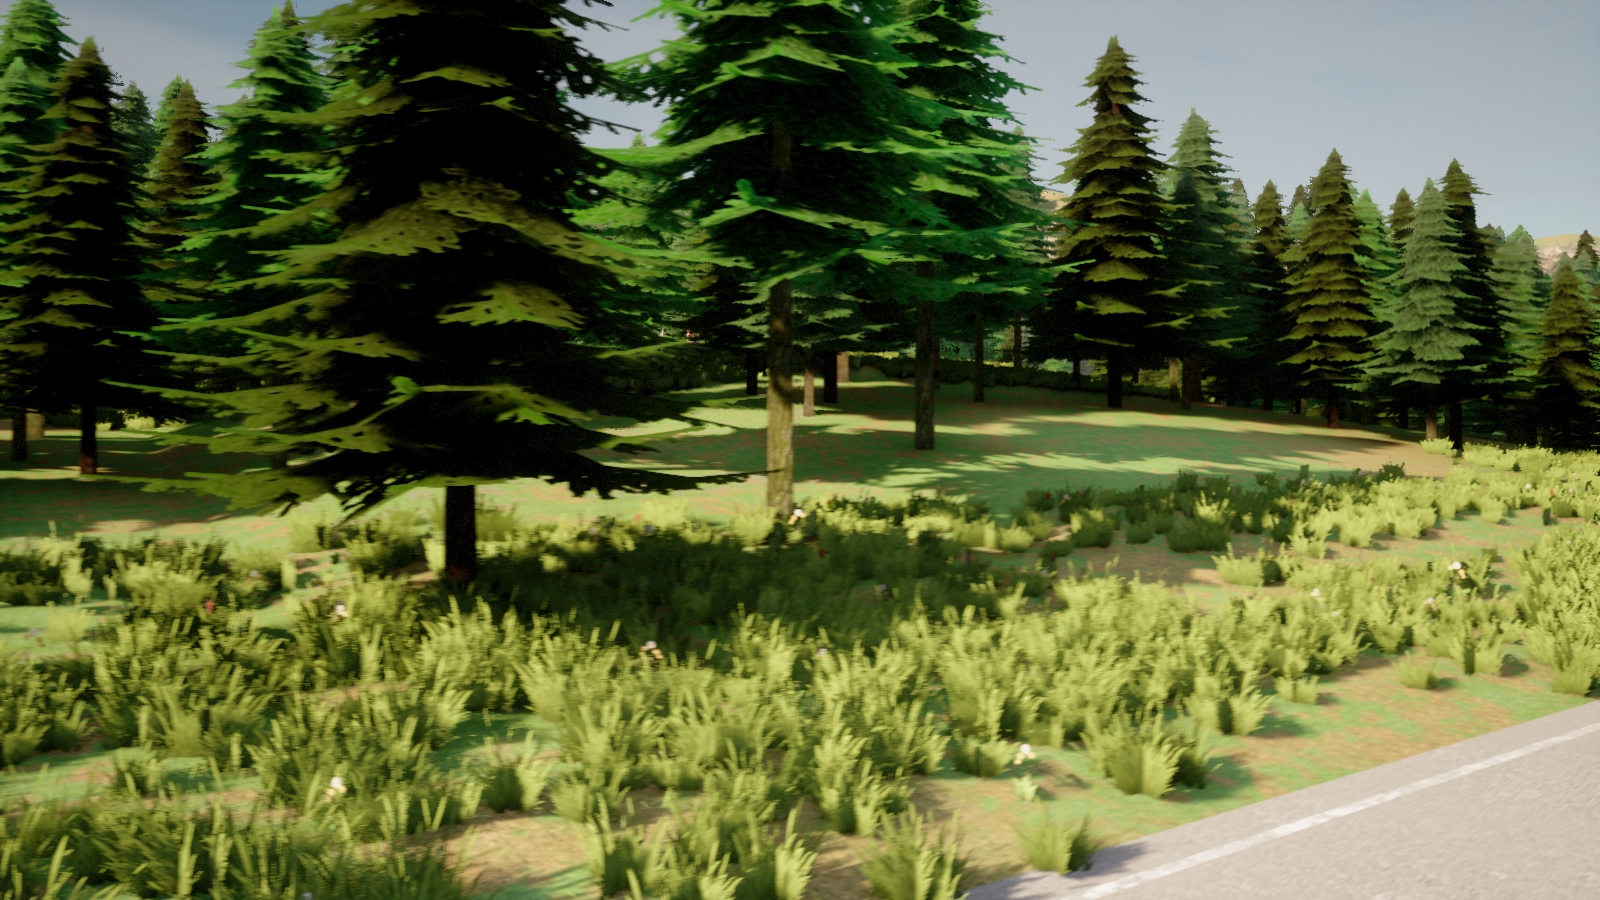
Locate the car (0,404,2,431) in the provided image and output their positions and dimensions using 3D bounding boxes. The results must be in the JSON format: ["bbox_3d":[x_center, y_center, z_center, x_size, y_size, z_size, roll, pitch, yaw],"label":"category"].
[{"bbox_3d":[-46.186,-1.714,61.797,4.553,1.767,2.097,-5,0,3],"label":"car"}]
